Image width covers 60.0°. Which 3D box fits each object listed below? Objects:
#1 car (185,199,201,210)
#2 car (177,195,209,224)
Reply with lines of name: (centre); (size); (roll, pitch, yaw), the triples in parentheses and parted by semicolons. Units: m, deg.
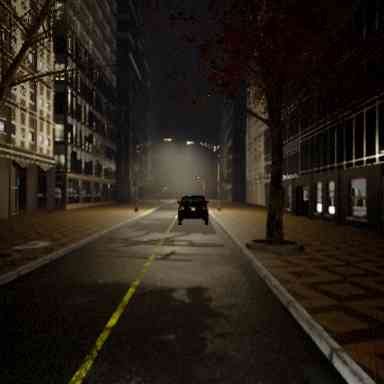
car: (0.091, 1.576, 42.974); (1.994, 1.385, 4.181); (0, 0, 0)
car: (0.087, 1.230, 24.954); (2.150, 2.045, 5.566); (0, 0, 0)
